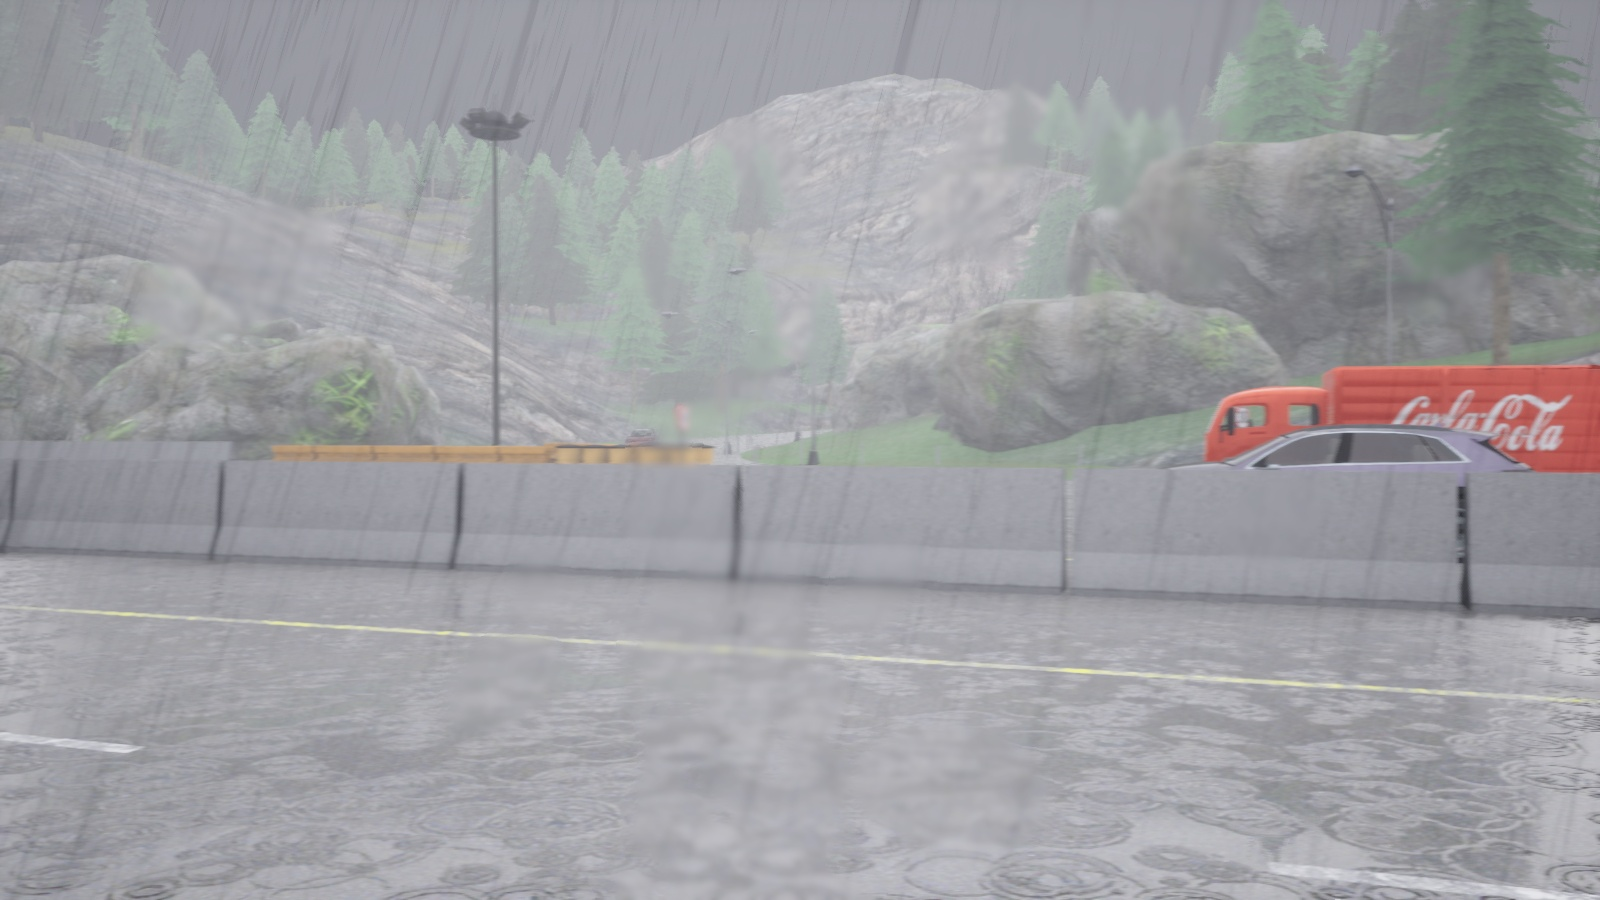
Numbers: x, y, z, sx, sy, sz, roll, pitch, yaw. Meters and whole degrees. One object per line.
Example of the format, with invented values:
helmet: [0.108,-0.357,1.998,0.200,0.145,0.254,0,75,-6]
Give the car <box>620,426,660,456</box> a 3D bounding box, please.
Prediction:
car: [-8.608,-0.511,67.985,1.816,1.474,4.193,0,2,-3]

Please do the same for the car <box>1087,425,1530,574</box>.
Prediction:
car: [6.223,0.527,15.868,4.856,1.649,2.033,1,1,19]

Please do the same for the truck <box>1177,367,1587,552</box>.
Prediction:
truck: [8.419,0.074,18.816,5.204,2.467,2.627,1,1,19]

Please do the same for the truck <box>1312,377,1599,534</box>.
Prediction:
truck: [11.636,0.051,21.426,5.204,2.467,2.627,1,1,19]
